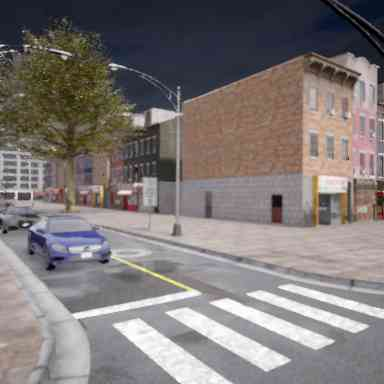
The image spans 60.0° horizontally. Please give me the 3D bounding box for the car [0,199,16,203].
[{"bbox_3d":[-15.926,1.544,27.826,1.837,1.490,4.892,1,-1,-35],"label":"car"}]

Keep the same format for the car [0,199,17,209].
[{"bbox_3d":[-27.157,1.716,48.856,1.895,1.301,4.718,1,-1,-35],"label":"car"}]

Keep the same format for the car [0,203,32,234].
[{"bbox_3d":[-10.084,1.586,19.530,1.994,1.385,4.181,1,-1,-35],"label":"car"}]

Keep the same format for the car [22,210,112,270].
[{"bbox_3d":[-4.323,1.539,11.349,1.812,1.442,4.674,1,0,-35],"label":"car"}]
